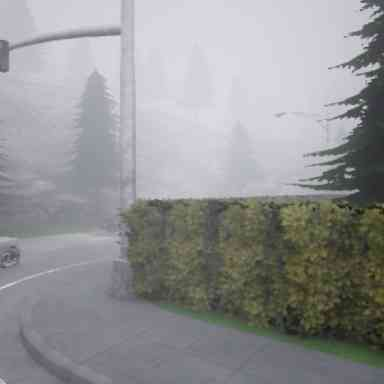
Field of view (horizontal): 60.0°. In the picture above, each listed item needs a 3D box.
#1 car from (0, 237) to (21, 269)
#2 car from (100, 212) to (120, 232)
[{"bbox_3d":[-6.227,1.647,8.435,1.895,1.301,4.718,0,0,-4],"label":"car"},{"bbox_3d":[-3.200,1.570,19.973,1.837,1.490,4.892,0,0,38],"label":"car"}]
